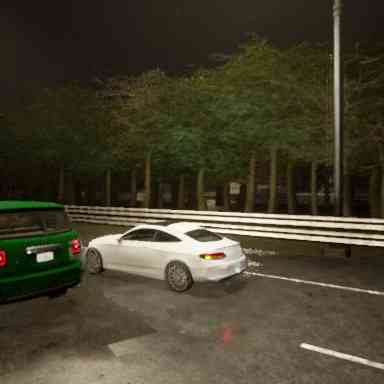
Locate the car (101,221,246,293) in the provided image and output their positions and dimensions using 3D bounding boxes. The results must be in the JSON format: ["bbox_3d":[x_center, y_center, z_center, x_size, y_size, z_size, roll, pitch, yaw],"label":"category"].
[{"bbox_3d":[-0.862,1.509,8.803,4.674,1.442,1.812,0,0,35],"label":"car"}]

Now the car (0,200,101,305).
[{"bbox_3d":[-4.739,1.201,7.234,5.566,2.045,2.150,0,0,34],"label":"car"}]
